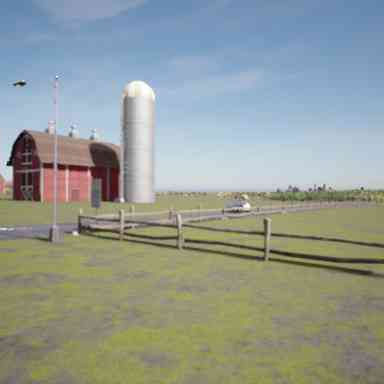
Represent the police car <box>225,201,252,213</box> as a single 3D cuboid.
[{"bbox_3d":[6.032,1.911,43.327,2.038,1.542,4.974,0,-1,35],"label":"police car"}]
